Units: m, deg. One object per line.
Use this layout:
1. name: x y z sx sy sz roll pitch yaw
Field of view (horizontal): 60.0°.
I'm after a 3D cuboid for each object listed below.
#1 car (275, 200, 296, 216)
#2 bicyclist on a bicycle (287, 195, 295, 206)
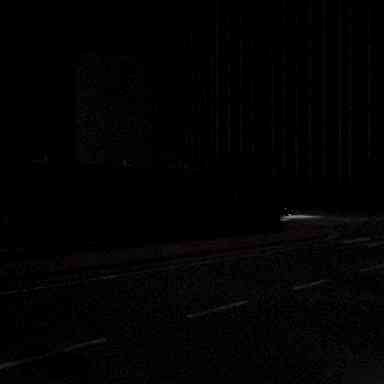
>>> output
1. car: 7.821 1.455 32.174 1.812 1.442 4.674 0 0 -36
2. bicyclist on a bicycle: 13.417 1.222 44.950 1.656 1.620 0.582 0 0 -36
